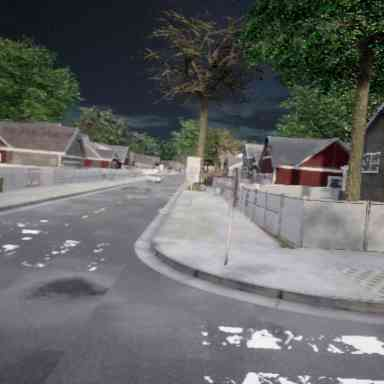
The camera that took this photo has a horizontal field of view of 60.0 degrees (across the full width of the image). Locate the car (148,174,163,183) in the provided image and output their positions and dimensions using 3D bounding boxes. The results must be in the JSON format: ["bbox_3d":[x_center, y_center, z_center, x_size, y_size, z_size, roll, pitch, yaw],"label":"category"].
[{"bbox_3d":[-5.461,-2.055,50.182,1.895,1.301,4.718,5,4,0],"label":"car"}]
